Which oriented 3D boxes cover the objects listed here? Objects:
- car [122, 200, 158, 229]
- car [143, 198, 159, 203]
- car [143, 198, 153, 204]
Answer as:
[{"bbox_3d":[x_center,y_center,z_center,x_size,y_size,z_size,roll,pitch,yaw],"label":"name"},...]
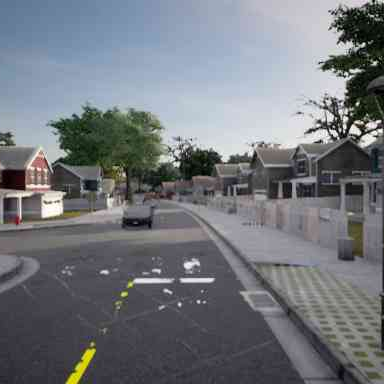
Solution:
[{"bbox_3d":[-3.529,1.579,22.436,1.882,1.535,5.008,0,0,-3],"label":"car"},{"bbox_3d":[-5.728,1.716,46.495,1.837,1.490,4.892,0,0,-7],"label":"car"},{"bbox_3d":[-9.602,1.889,72.193,1.895,1.301,4.718,0,0,-10],"label":"car"}]
